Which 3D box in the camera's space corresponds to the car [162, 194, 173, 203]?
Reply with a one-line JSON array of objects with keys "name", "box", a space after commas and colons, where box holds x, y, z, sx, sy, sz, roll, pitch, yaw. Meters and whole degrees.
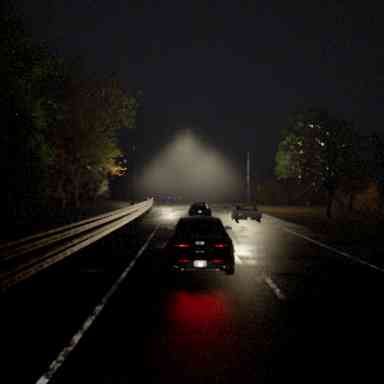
[{"name": "car", "box": [-5.420, 1.434, 73.113, 2.150, 2.045, 5.566, 0, 0, -8]}]

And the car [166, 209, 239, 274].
[{"name": "car", "box": [0.246, 1.508, 10.556, 1.837, 1.490, 4.892, 0, 0, 1]}]

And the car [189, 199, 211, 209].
[{"name": "car", "box": [0.704, 1.595, 29.389, 1.994, 1.385, 4.181, 0, 0, 1]}]

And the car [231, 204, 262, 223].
[{"name": "car", "box": [4.127, 1.629, 26.000, 1.895, 1.301, 4.718, 0, 0, 1]}]
